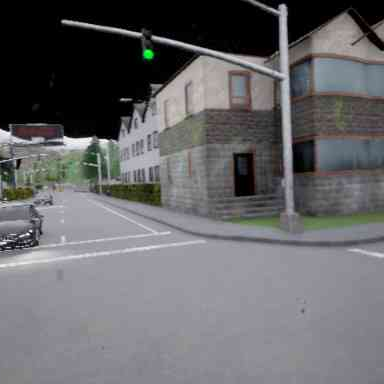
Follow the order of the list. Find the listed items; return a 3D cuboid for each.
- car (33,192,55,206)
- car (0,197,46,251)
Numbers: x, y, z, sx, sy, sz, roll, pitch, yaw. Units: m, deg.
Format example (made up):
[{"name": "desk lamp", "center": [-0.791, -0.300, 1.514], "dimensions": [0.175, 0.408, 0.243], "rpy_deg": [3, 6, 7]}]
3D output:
[{"name": "car", "center": [-16.282, 0.753, 36.485], "dimensions": [1.812, 1.442, 4.674], "rpy_deg": [-4, 3, -22]}, {"name": "car", "center": [-6.862, 1.248, 12.787], "dimensions": [1.837, 1.490, 4.892], "rpy_deg": [-4, 4, -22]}]
